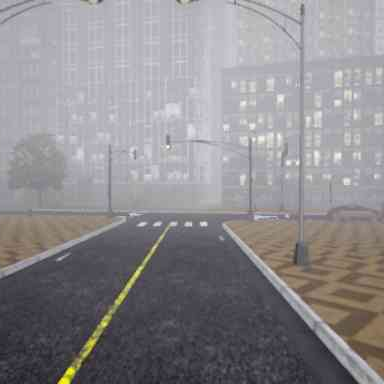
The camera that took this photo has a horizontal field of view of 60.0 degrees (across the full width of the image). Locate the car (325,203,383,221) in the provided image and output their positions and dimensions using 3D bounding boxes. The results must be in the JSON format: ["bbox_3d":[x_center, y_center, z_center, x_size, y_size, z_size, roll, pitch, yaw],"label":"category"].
[{"bbox_3d":[12.838,1.592,26.466,4.181,1.385,1.994,0,1,14],"label":"car"}]
